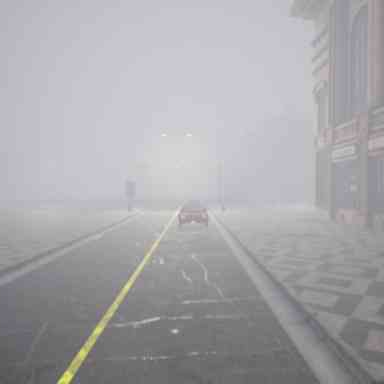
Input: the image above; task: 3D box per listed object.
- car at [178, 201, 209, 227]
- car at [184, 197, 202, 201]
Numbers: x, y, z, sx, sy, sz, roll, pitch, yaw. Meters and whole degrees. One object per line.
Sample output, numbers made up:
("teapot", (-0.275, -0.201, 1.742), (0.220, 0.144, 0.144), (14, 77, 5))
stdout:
("car", (0.095, 1.486, 21.931), (1.895, 1.301, 4.718), (0, 0, 0))
("car", (0.090, 1.282, 38.742), (2.128, 1.511, 4.902), (0, 0, 0))
